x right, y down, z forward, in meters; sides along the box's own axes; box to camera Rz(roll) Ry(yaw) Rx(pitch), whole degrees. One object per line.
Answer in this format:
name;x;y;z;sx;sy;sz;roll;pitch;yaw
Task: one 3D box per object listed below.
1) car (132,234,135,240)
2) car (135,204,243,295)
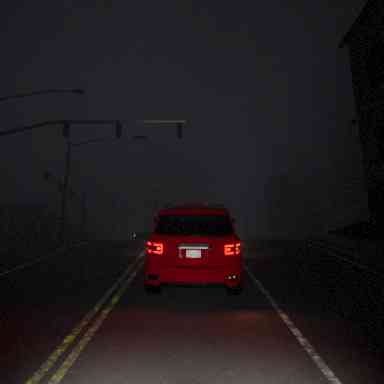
car;-3.684;3.906;27.535;1.895;1.301;4.718;0;-14;0
car;0.057;1.346;9.224;2.150;2.045;5.566;1;-1;1
